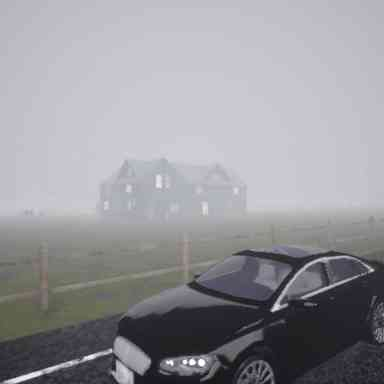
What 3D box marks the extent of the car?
[{"bbox_3d":[1.237,1.617,4.929,4.902,1.511,2.128,0,-2,-38],"label":"car"}]
